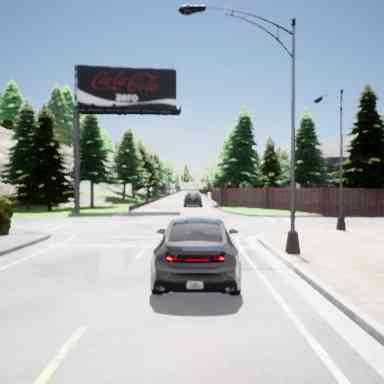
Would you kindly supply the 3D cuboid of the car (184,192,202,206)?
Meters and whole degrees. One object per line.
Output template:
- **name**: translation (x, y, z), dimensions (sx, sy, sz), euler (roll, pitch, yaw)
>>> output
- **car**: translation (0.114, 0.768, 40.260), dimensions (2.097, 1.767, 4.553), euler (0, 1, 0)

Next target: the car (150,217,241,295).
- **car**: translation (0.125, 1.382, 8.356), dimensions (1.837, 1.490, 4.892), euler (0, 1, 2)
